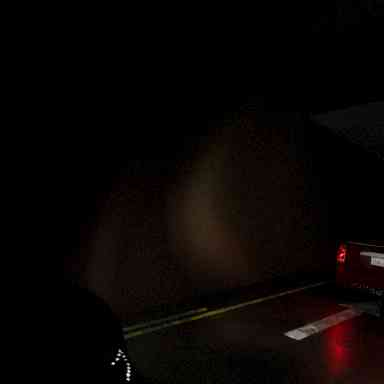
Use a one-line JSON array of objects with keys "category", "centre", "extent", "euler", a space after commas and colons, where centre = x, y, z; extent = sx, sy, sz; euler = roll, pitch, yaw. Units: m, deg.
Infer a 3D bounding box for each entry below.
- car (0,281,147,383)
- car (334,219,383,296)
[{"category": "car", "centre": [-2.990, 1.223, 1.657], "extent": [5.566, 2.045, 2.150], "euler": [0, 0, -35]}, {"category": "car", "centre": [5.288, 1.352, 7.552], "extent": [4.553, 1.767, 2.097], "euler": [0, 0, -35]}]
